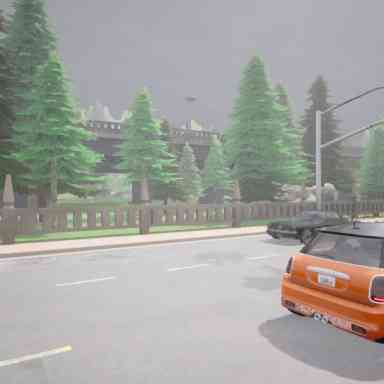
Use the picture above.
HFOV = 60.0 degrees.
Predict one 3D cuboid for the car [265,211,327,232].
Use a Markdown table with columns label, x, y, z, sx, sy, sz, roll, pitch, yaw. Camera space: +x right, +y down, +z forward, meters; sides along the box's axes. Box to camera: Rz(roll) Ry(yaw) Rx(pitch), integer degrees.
| label | x | y | z | sx | sy | sz | roll | pitch | yaw |
| --- | --- | --- | --- | --- | --- | --- | --- | --- | --- |
| car | 5.738 | 1.601 | 15.716 | 4.718 | 1.301 | 1.895 | 0 | 0 | -32 |

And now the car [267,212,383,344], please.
| label | x | y | z | sx | sy | sz | roll | pitch | yaw |
| --- | --- | --- | --- | --- | --- | --- | --- | --- | --- |
| car | 3.850 | 1.352 | 6.131 | 4.553 | 1.767 | 2.097 | 0 | 0 | -31 |
